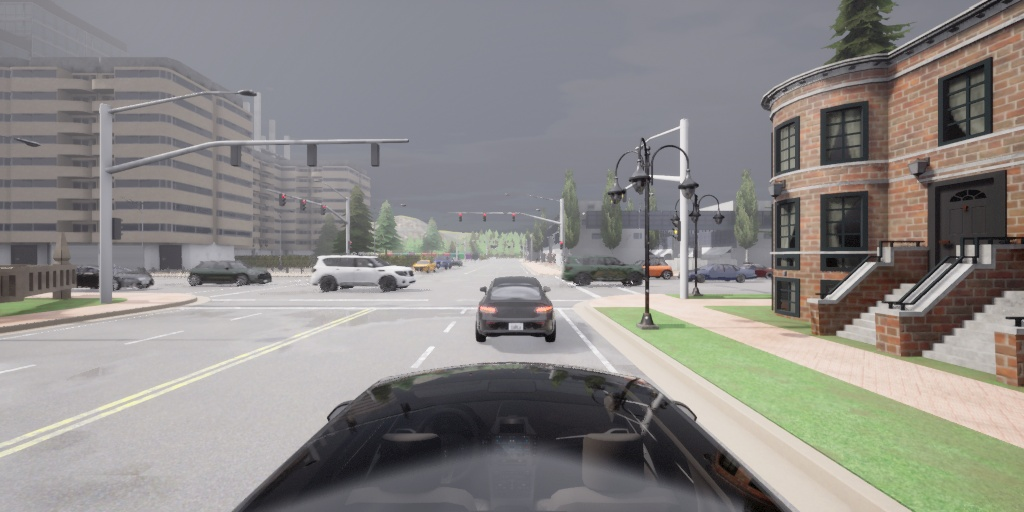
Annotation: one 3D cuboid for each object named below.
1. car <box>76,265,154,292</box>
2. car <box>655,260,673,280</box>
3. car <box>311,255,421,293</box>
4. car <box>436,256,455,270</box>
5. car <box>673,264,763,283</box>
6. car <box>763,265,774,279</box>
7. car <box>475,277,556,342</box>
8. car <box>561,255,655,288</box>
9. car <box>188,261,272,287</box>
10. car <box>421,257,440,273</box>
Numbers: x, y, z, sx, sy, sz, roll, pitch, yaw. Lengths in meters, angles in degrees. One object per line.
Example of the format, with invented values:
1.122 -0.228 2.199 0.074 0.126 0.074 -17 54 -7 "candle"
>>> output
-23.484 1.241 20.579 4.902 1.511 2.128 0 0 0 "car"
11.326 1.102 30.897 4.553 1.767 2.097 0 0 -1 "car"
-8.369 0.972 20.366 5.566 2.045 2.150 0 0 2 "car"
-10.572 0.971 54.297 2.150 2.045 5.566 0 0 0 "car"
15.629 1.297 27.404 5.357 1.411 2.033 0 0 -1 "car"
20.318 1.351 31.029 4.718 1.301 1.895 0 0 -2 "car"
0.088 1.276 9.617 1.812 1.442 4.674 0 0 0 "car"
6.043 0.971 23.628 5.566 2.045 2.150 0 0 0 "car"
-18.793 1.102 24.072 4.553 1.767 2.097 0 0 0 "car"
-10.637 1.227 43.639 1.882 1.535 5.008 0 0 2 "car"
